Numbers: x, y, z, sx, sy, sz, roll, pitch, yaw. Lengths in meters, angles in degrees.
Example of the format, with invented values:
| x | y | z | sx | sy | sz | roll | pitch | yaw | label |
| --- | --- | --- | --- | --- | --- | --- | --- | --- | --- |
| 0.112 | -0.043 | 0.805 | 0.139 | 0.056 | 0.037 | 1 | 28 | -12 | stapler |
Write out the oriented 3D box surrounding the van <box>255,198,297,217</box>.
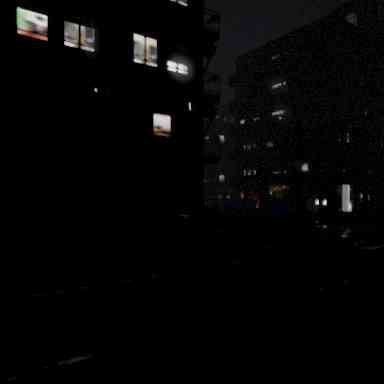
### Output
| x | y | z | sx | sy | sz | roll | pitch | yaw | label |
| --- | --- | --- | --- | --- | --- | --- | --- | --- | --- |
| 8.776 | 1.550 | 33.735 | 1.690 | 1.788 | 3.998 | -1 | 0 | -36 | van |

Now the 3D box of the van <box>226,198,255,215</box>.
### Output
| x | y | z | sx | sy | sz | roll | pitch | yaw | label |
| --- | --- | --- | --- | --- | --- | --- | --- | --- | --- |
| 5.462 | 1.624 | 38.252 | 1.690 | 1.788 | 3.998 | -1 | 0 | -36 | van |

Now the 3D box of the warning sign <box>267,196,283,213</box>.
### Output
| x | y | z | sx | sy | sz | roll | pitch | yaw | label |
| --- | --- | --- | --- | --- | --- | --- | --- | --- | --- |
| 9.268 | 1.343 | 37.124 | 1.300 | 1.860 | 1.060 | 1 | 0 | -36 | warning sign |

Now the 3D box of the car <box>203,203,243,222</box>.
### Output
| x | y | z | sx | sy | sz | roll | pitch | yaw | label |
| --- | --- | --- | --- | --- | --- | --- | --- | --- | --- |
| 2.035 | 1.839 | 28.821 | 1.802 | 1.307 | 4.206 | -1 | 0 | -36 | car |
